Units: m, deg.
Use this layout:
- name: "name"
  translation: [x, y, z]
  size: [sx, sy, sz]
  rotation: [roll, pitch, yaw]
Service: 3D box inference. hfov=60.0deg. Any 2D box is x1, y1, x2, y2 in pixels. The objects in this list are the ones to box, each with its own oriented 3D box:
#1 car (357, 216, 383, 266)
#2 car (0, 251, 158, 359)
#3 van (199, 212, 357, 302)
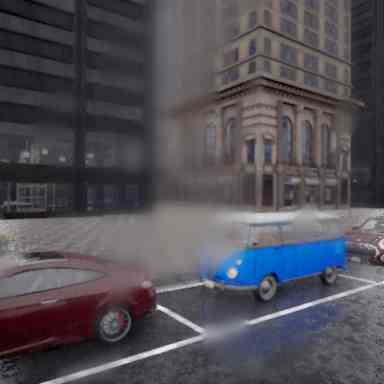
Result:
- name: "car"
  translation: [6.670, 1.563, 11.394]
  size: [4.097, 1.590, 1.967]
  rotation: [1, -1, -35]
- name: "car"
  translation: [-2.522, 1.589, 4.852]
  size: [4.206, 1.307, 1.802]
  rotation: [1, -1, -35]
- name: "van"
  translation: [2.076, 1.406, 8.125]
  size: [3.998, 1.788, 1.690]
  rotation: [1, -1, -35]
